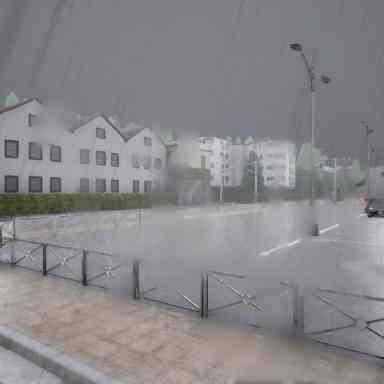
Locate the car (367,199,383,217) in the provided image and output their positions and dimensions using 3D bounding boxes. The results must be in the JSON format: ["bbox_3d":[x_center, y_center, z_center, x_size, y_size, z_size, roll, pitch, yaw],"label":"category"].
[{"bbox_3d":[15.439,1.298,26.800,2.007,1.523,4.514,0,0,35],"label":"car"}]
